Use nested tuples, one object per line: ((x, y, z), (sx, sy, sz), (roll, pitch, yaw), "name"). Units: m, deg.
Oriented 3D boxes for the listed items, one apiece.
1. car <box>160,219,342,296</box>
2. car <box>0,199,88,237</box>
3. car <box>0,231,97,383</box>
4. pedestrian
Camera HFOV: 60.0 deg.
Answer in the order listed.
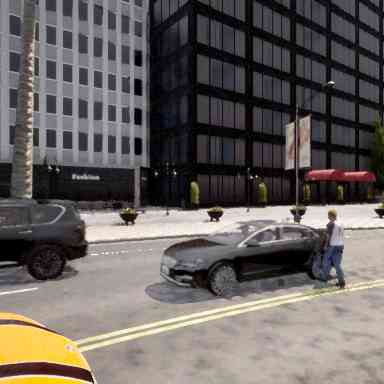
((1.616, 1.491, 8.561), (4.902, 1.511, 2.128), (0, 0, -26), "car")
((-5.499, 1.221, 8.432), (5.566, 2.045, 2.150), (0, 0, -33), "car")
((-2.740, 1.352, 1.671), (4.553, 1.767, 2.097), (0, 0, -32), "car")
((3.369, 1.294, 8.031), (0.375, 1.860, 0.375), (0, 0, -25), "pedestrian")
